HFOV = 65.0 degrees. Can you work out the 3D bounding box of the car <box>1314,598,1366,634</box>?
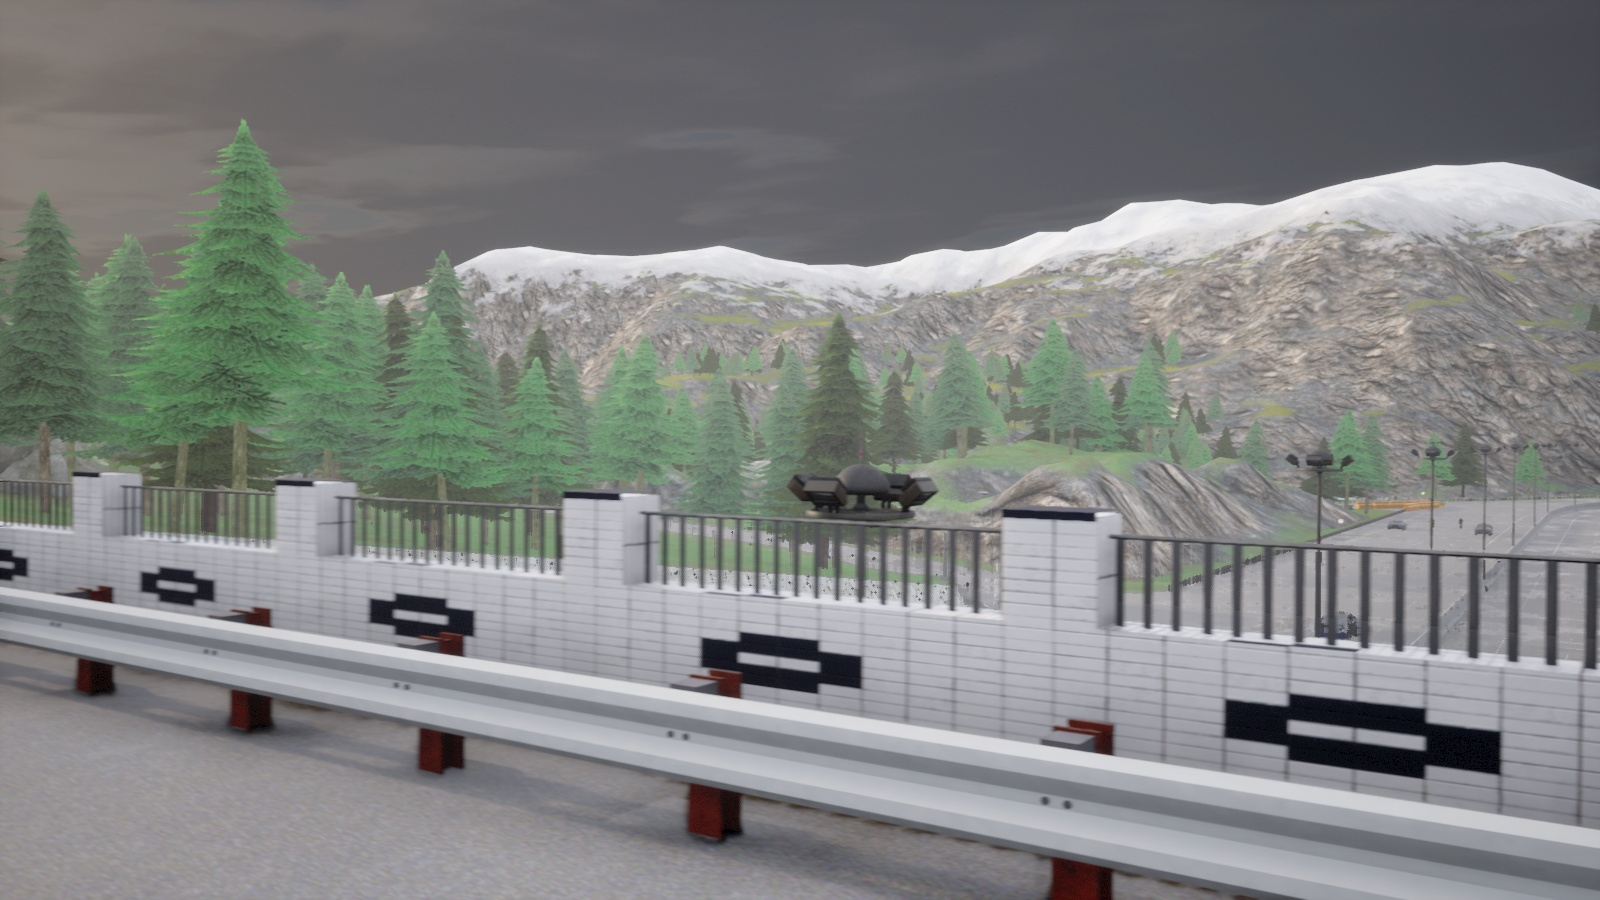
[{"bbox_3d":[33.647,10.317,78.202,2.163,1.488,4.792,0,1,33],"label":"car"}]
